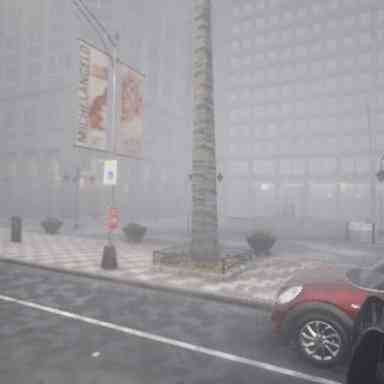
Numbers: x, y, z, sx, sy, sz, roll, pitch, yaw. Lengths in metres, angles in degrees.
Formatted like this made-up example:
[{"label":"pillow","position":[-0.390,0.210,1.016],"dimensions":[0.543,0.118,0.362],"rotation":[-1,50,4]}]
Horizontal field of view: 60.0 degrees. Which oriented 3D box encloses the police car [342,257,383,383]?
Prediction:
[{"label":"police car","position":[4.011,1.509,2.339],"dimensions":[5.238,1.638,1.930],"rotation":[3,8,28]}]
